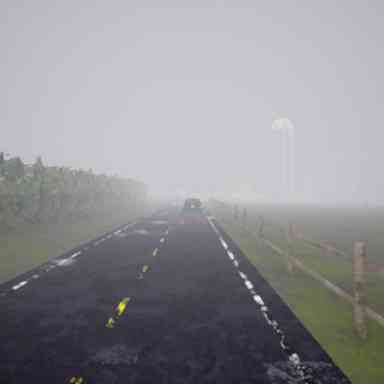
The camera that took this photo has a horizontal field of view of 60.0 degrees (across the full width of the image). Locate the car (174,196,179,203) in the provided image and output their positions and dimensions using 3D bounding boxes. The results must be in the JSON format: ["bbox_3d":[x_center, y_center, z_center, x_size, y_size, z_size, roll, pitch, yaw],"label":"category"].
[{"bbox_3d":[-2.814,1.450,69.510,2.033,1.411,5.357,0,0,0],"label":"car"}]

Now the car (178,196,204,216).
[{"bbox_3d":[0.068,1.303,31.353,2.097,1.767,4.553,0,0,0],"label":"car"}]

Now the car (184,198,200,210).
[{"bbox_3d":[0.029,1.541,43.701,1.895,1.301,4.718,0,0,0],"label":"car"}]
